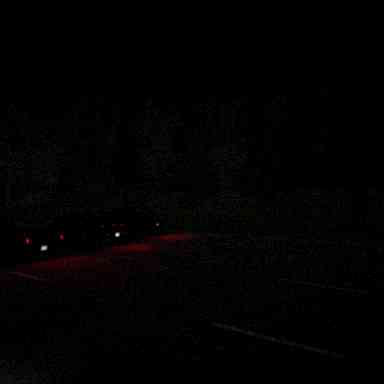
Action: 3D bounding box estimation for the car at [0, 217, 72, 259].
[{"bbox_3d":[-7.116,1.746,13.254,4.718,1.301,1.895,-1,0,36],"label":"car"}]

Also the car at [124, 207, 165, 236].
[{"bbox_3d":[-3.864,1.634,19.543,5.008,1.535,1.882,0,0,36],"label":"car"}]

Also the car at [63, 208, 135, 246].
[{"bbox_3d":[-5.290,1.655,16.255,4.892,1.490,1.837,0,0,36],"label":"car"}]
